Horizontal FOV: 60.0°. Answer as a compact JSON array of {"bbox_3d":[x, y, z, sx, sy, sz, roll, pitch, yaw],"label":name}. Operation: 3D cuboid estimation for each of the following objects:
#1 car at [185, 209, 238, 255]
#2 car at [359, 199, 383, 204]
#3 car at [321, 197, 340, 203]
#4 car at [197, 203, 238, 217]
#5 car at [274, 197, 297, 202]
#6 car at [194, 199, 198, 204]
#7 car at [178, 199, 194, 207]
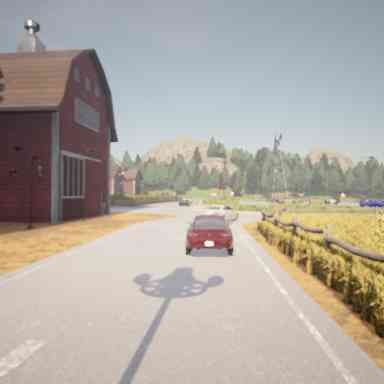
[{"bbox_3d":[0.744,1.661,13.972,1.812,1.442,4.674,0,0,3],"label":"car"},{"bbox_3d":[34.025,2.179,62.530,4.611,1.667,2.242,0,-1,6],"label":"car"},{"bbox_3d":[36.531,2.247,86.606,3.866,1.878,1.905,0,-1,6],"label":"car"},{"bbox_3d":[2.437,1.799,28.061,1.812,1.442,4.674,0,0,27],"label":"car"},{"bbox_3d":[22.294,2.116,77.844,4.605,1.855,1.932,0,-1,6],"label":"car"},{"bbox_3d":[0.571,2.378,85.811,1.895,1.301,4.718,0,-1,6],"label":"car"},{"bbox_3d":[-1.489,2.174,66.898,2.033,1.411,5.357,0,-1,8],"label":"car"}]
